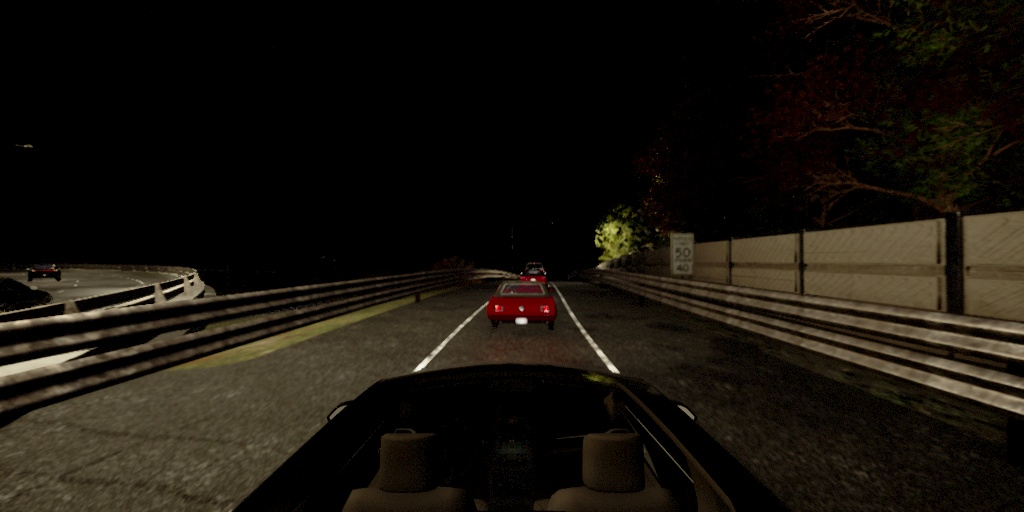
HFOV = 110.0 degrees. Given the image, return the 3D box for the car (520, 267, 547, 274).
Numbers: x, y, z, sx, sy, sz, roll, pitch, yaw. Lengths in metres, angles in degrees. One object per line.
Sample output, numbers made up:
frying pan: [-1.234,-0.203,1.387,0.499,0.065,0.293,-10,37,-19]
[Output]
car: [1.531,1.637,25.747,1.994,1.385,4.181,0,-2,4]

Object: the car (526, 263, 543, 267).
car: [2.461,1.805,38.528,2.150,2.045,5.566,0,-3,5]

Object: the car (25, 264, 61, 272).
car: [-43.980,1.535,33.694,4.902,1.511,2.128,0,-1,36]

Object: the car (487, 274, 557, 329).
car: [0.382,1.449,11.700,1.895,1.301,4.718,0,-1,3]

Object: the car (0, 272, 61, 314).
car: [-15.983,1.356,10.710,1.812,1.442,4.674,1,-1,-36]
